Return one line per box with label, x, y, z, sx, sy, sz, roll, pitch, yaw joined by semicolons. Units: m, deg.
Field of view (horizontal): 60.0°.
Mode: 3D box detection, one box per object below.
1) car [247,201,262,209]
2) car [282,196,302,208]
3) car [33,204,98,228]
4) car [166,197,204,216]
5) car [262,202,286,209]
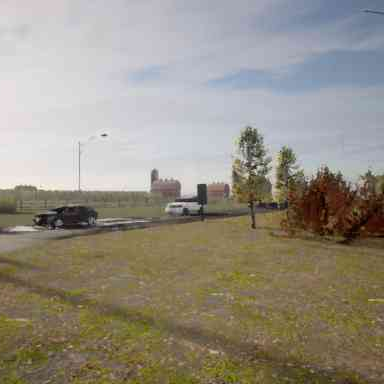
car;10.866;2.040;55.982;2.128;1.511;4.902;-1;-1;32
car;18.597;1.783;61.722;2.150;2.045;5.566;-1;-1;31
car;-9.008;1.691;24.099;1.837;1.490;4.892;-1;-1;31
car;-0.674;1.555;37.543;2.150;2.045;5.566;-1;-1;32
car;13.378;1.966;53.190;1.837;1.490;4.892;-1;-1;32
